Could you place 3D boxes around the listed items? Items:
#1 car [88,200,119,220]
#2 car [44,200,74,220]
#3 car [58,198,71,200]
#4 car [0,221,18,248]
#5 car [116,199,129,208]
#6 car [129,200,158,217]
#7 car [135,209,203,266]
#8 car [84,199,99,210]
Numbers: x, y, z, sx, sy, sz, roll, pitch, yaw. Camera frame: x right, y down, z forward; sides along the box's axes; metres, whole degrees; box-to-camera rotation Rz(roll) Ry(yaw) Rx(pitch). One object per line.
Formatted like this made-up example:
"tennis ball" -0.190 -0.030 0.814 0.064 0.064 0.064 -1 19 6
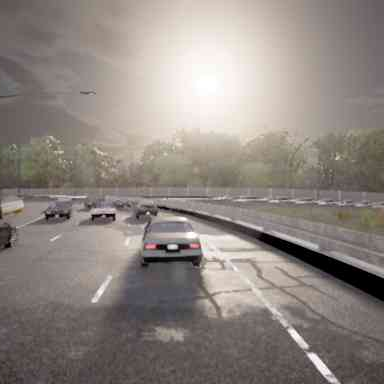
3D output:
"car" -7.385 1.572 27.819 1.895 1.301 4.718 0 0 -15
"car" -11.045 1.585 27.929 1.895 1.301 4.718 0 0 -15
"car" -16.042 1.453 41.718 1.882 1.535 5.008 0 0 -24
"car" -7.940 1.512 11.841 1.837 1.490 4.892 0 0 -7
"car" -9.191 1.547 43.556 1.895 1.301 4.718 0 0 -23
"car" -4.160 1.462 29.096 1.837 1.490 4.892 0 0 -15
"car" -0.794 1.527 11.461 2.033 1.411 5.357 0 0 -6
"car" -12.915 1.562 43.336 1.895 1.301 4.718 0 0 -24
